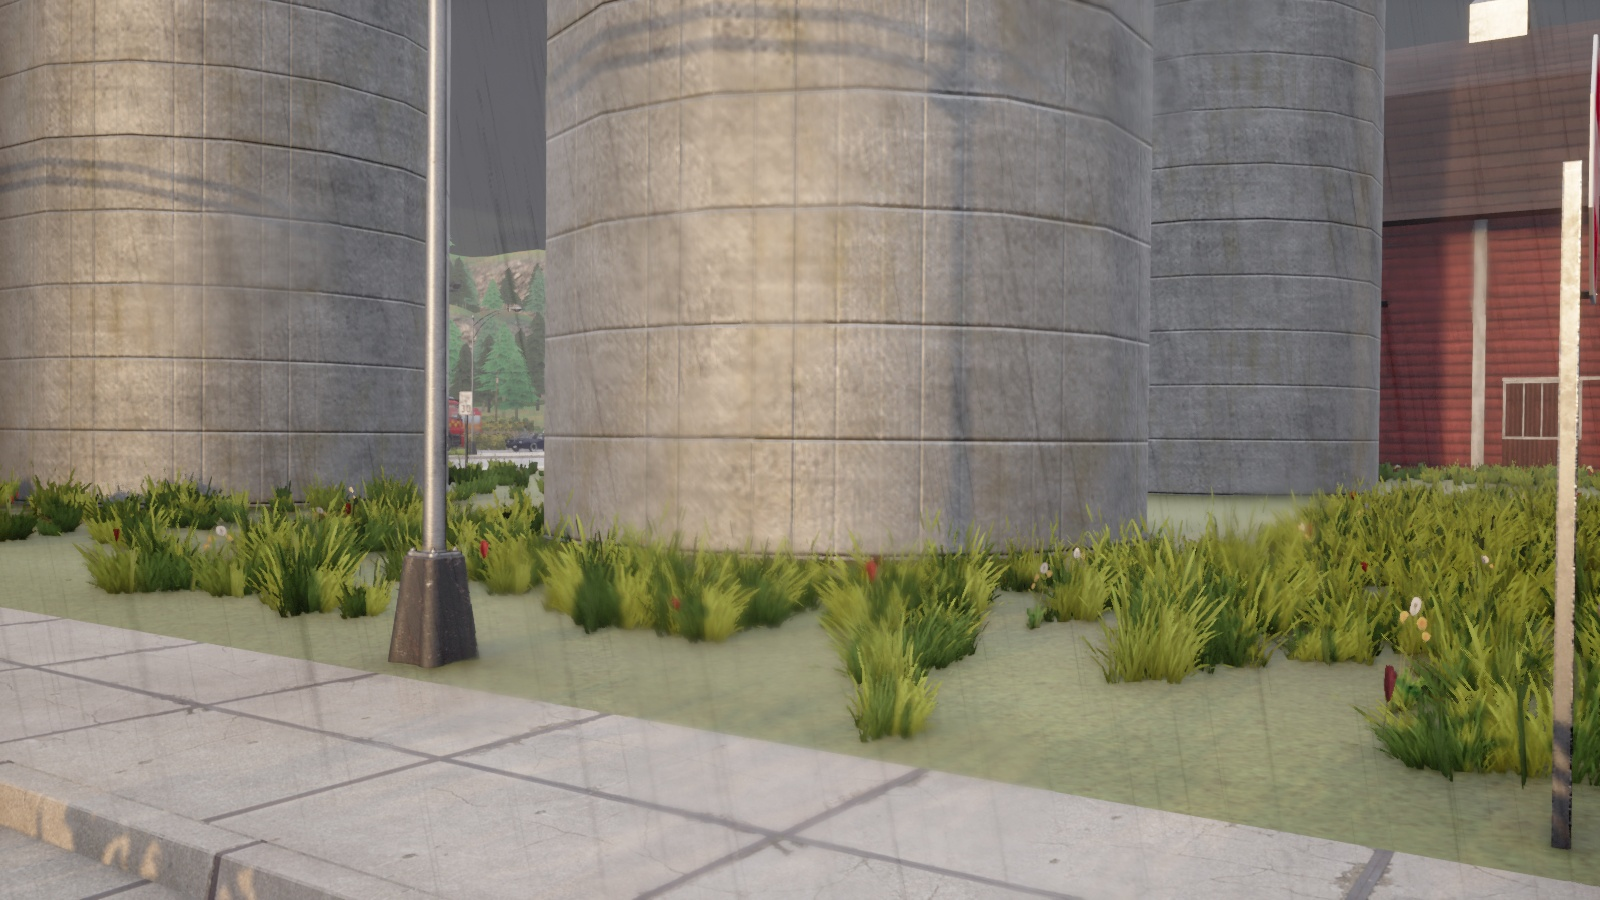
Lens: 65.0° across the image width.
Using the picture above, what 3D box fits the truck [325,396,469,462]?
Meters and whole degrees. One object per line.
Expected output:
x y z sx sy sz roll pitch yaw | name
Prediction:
-24.565 -1.265 77.036 2.891 3.827 8.468 0 1 33 | truck

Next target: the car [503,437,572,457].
-18.121 -0.191 86.956 1.895 1.301 4.718 0 1 33 | car
